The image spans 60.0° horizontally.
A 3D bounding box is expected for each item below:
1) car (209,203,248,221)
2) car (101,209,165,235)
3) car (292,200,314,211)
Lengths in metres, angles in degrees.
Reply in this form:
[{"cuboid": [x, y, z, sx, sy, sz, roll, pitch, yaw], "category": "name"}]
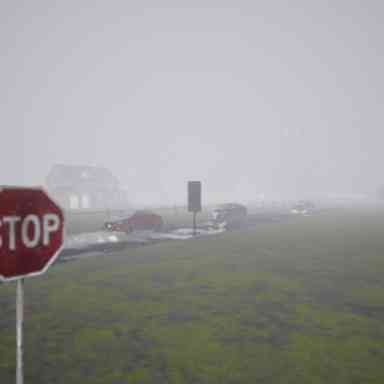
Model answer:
[{"cuboid": [3.399, 1.758, 30.503, 2.128, 1.511, 4.902, -1, 0, 36], "category": "car"}, {"cuboid": [-3.612, 1.789, 20.804, 1.994, 1.385, 4.181, -1, -1, 36], "category": "car"}, {"cuboid": [16.070, 1.916, 47.878, 2.033, 1.411, 5.357, -1, -1, 36], "category": "car"}]
